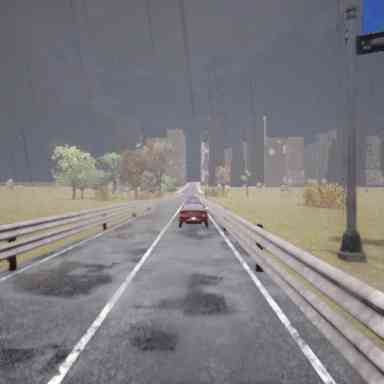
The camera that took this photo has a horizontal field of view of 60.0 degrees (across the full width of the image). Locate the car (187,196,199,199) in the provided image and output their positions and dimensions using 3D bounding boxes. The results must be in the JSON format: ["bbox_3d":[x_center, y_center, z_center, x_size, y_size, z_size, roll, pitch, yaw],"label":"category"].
[{"bbox_3d":[0.110,1.338,41.997,2.097,1.767,4.553,0,0,0],"label":"car"}]

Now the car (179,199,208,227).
[{"bbox_3d":[0.106,1.470,22.868,1.882,1.535,5.008,0,0,0],"label":"car"}]
